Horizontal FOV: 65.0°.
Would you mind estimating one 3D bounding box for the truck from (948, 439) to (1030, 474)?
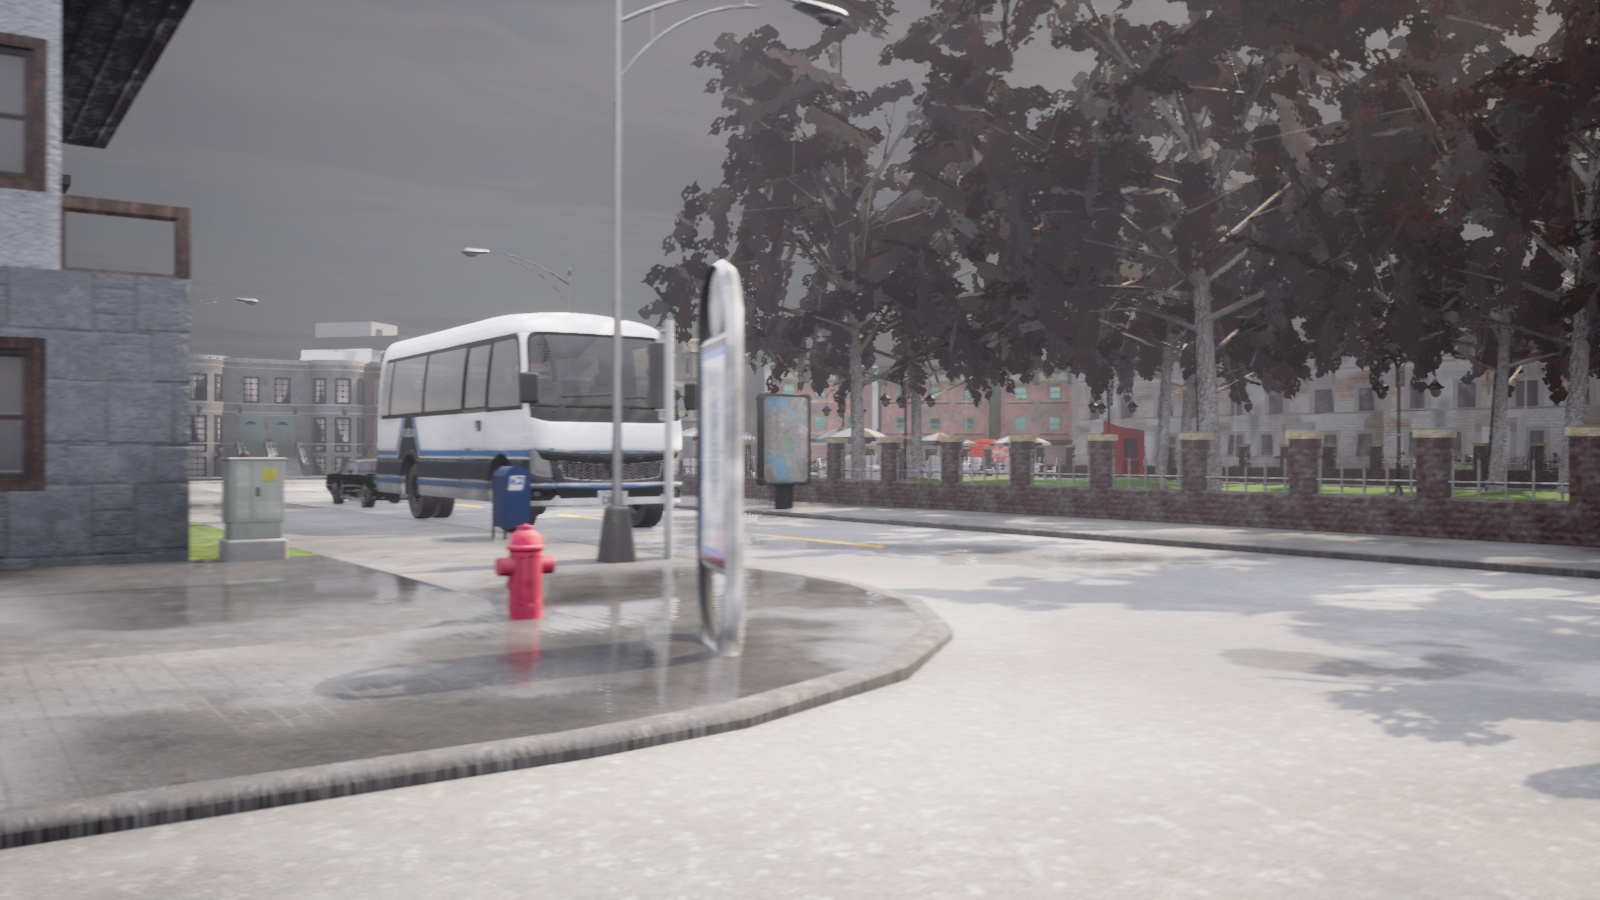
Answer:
[{"bbox_3d":[13.282,0.449,88.376,5.204,2.467,2.627,0,0,23],"label":"truck"}]

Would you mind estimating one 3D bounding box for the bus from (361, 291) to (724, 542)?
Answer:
[{"bbox_3d":[-5.927,-0.554,26.671,3.944,4.253,10.273,0,0,-34],"label":"bus"}]

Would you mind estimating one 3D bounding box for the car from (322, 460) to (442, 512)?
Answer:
[{"bbox_3d":[-11.699,0.956,34.937,1.895,1.301,4.718,0,0,-35],"label":"car"}]

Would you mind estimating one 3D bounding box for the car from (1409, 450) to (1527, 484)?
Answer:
[{"bbox_3d":[31.442,0.770,59.208,2.007,1.525,4.514,0,0,-35],"label":"car"}]
